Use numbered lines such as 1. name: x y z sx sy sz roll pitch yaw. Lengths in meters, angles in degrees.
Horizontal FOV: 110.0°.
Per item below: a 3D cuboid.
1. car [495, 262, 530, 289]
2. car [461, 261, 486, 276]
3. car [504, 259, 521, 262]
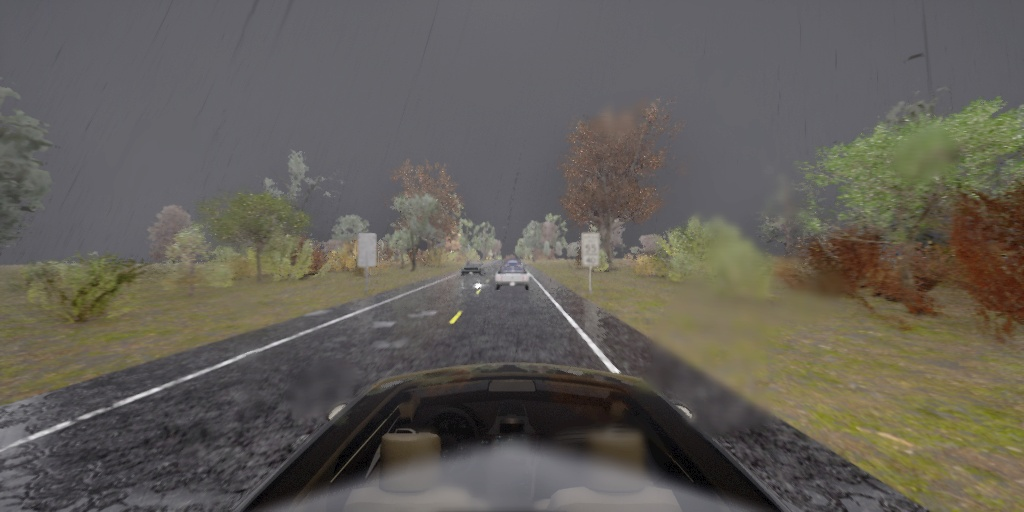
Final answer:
1. car: 0.028 1.196 21.171 1.895 1.301 4.718 0 0 1
2. car: -3.515 1.122 33.038 1.895 1.301 4.718 0 0 0
3. car: 0.072 1.006 39.419 1.812 1.442 4.674 0 0 0
